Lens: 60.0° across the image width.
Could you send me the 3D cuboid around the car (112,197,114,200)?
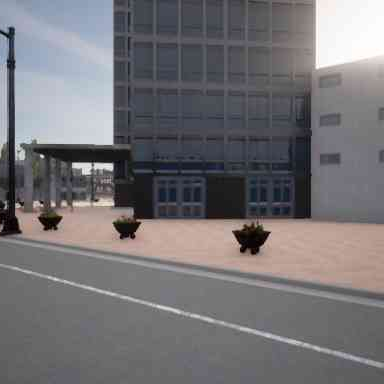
[{"bbox_3d":[-17.176,1.377,80.777,2.128,1.511,4.902,0,0,34],"label":"car"}]
